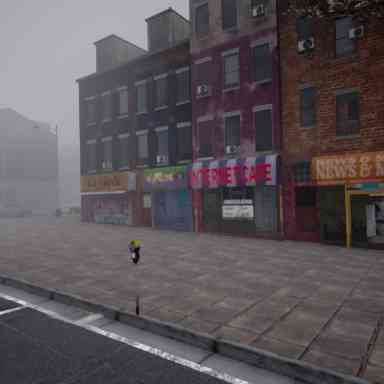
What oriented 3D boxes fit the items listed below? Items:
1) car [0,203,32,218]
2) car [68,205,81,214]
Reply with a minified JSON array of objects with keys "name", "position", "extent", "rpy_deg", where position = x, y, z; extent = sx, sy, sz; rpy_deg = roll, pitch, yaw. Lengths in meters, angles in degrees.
[{"name":"car","position":[-16.226,1.631,28.949],"extent":[1.994,1.385,4.181],"rpy_deg":[-2,-1,36]},{"name":"car","position":[-10.771,1.609,36.539],"extent":[2.033,1.411,5.357],"rpy_deg":[-2,-1,35]}]
